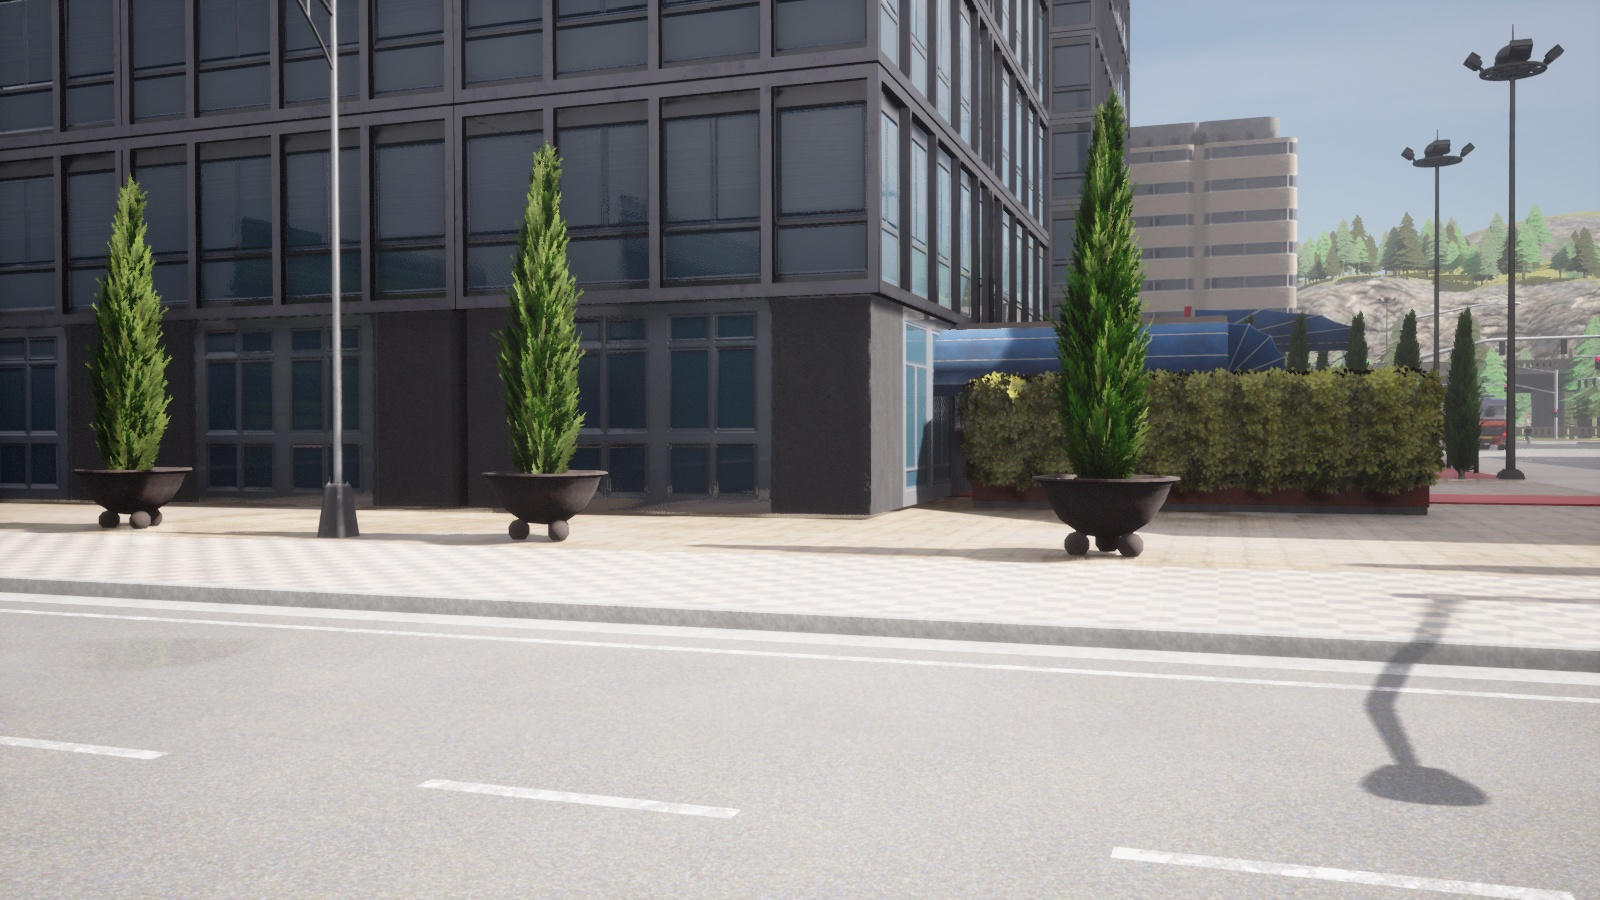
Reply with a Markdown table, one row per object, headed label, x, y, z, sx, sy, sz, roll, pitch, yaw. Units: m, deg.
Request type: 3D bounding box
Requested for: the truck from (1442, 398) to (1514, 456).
| label | x | y | z | sx | sy | sz | roll | pitch | yaw |
| --- | --- | --- | --- | --- | --- | --- | --- | --- | --- |
| truck | 46.895 | -1.557 | 87.136 | 2.891 | 3.827 | 8.468 | 1 | 1 | 18 |
